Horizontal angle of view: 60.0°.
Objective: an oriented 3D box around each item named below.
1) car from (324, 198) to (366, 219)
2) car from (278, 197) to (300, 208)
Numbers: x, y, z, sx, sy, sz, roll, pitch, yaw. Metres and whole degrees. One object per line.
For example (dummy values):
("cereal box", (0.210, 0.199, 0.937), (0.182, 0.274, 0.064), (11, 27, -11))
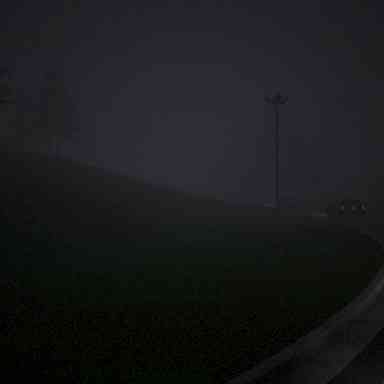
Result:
("car", (13.119, 1.327, 28.814), (2.097, 1.767, 4.553), (0, 0, 4))
("car", (13.455, 1.457, 46.822), (2.128, 1.511, 4.902), (0, 0, -5))
